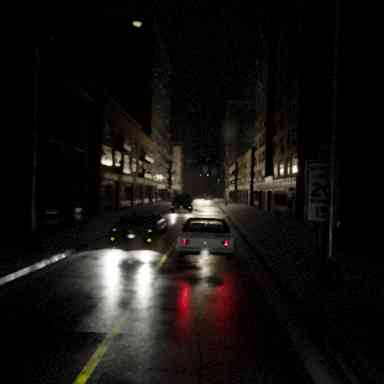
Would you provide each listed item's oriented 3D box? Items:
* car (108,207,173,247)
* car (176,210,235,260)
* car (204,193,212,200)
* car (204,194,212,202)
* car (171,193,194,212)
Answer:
[{"bbox_3d":[-2.220,1.496,14.642,1.994,1.385,4.181,2,0,3],"label":"car"},{"bbox_3d":[0.531,1.613,12.661,1.895,1.301,4.718,2,0,3],"label":"car"},{"bbox_3d":[4.596,1.280,93.750,2.097,1.767,4.553,2,0,3],"label":"car"},{"bbox_3d":[4.069,1.551,83.373,1.882,1.535,5.008,2,0,3],"label":"car"},{"bbox_3d":[-0.996,1.186,37.129,2.150,2.045,5.566,2,0,3],"label":"car"}]
